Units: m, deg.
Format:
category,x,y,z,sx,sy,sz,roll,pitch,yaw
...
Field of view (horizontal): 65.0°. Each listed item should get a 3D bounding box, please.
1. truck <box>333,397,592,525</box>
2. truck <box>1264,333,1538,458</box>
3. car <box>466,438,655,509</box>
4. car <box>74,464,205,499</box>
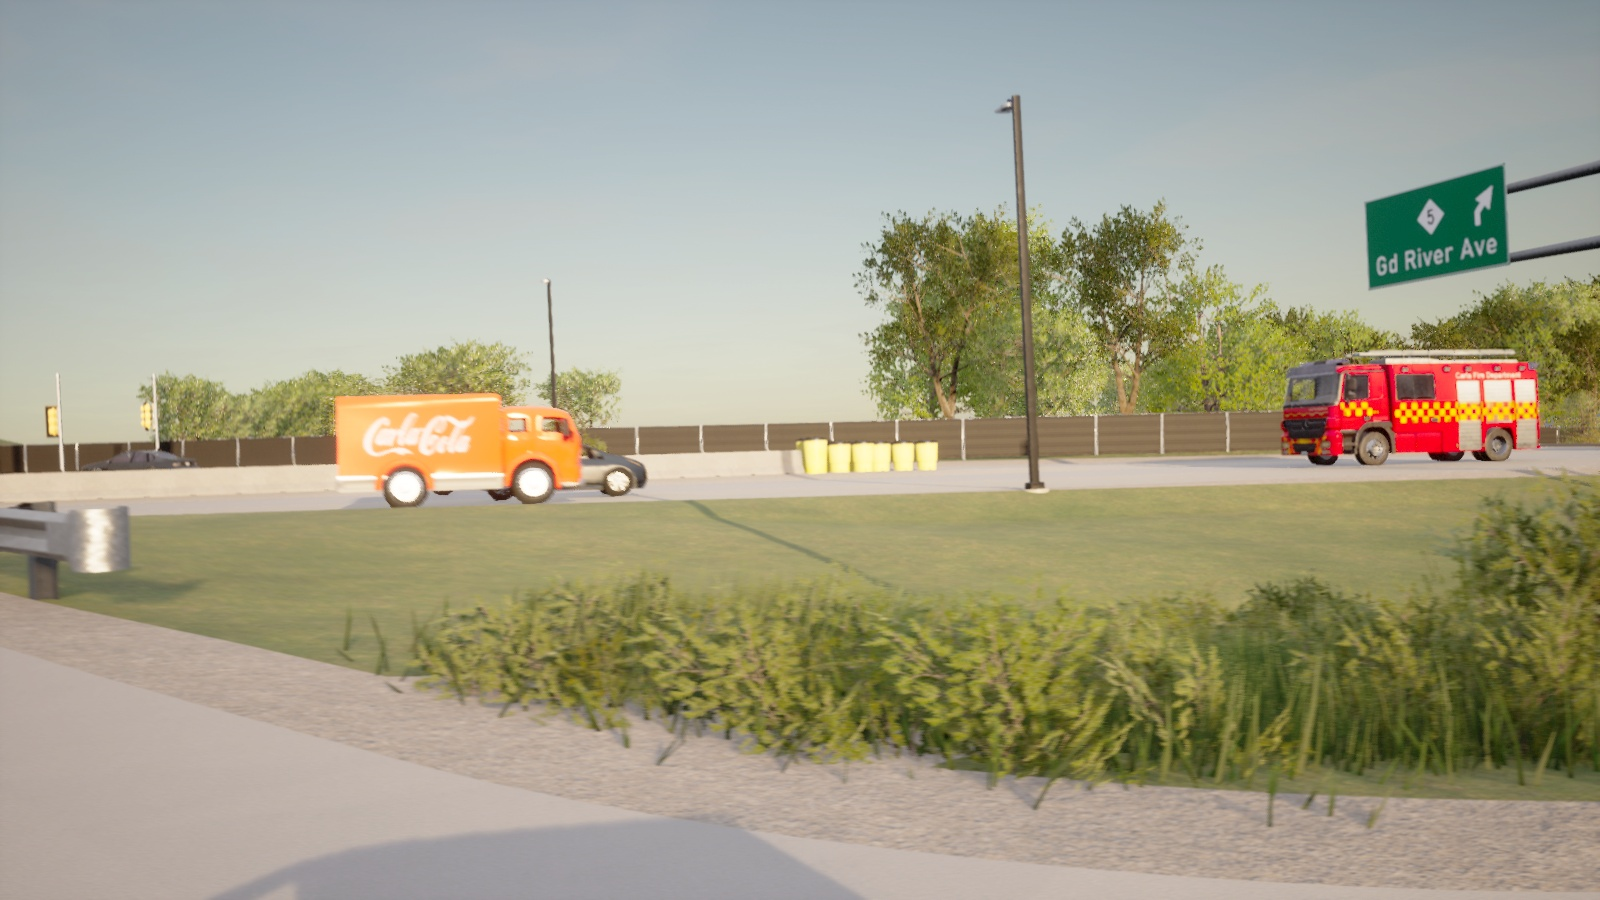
category,x,y,z,sx,sy,sz,roll,pitch,yaw
truck,-7.450,0.209,27.942,5.204,2.467,2.627,-3,0,-16
truck,20.555,-1.857,43.021,8.468,3.827,2.891,-3,0,-15
car,-6.114,0.584,31.942,4.514,1.525,2.007,-3,0,-16
car,-31.250,1.487,59.502,5.357,1.411,2.033,-2,1,11
